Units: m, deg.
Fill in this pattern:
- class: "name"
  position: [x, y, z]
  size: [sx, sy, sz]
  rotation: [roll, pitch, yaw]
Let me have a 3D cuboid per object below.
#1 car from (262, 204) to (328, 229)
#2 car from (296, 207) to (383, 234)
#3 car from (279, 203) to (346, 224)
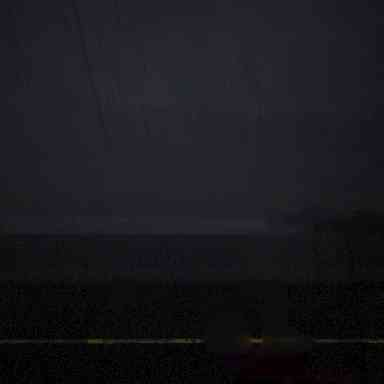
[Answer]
- class: "car"
  position: [6.832, 1.602, 20.826]
  size: [4.718, 1.301, 1.895]
  rotation: [0, 0, 0]
- class: "car"
  position: [8.190, 1.602, 17.315]
  size: [4.718, 1.301, 1.895]
  rotation: [0, 0, 1]
- class: "car"
  position: [8.689, 1.566, 24.306]
  size: [4.181, 1.385, 1.994]
  rotation: [0, 0, 1]
